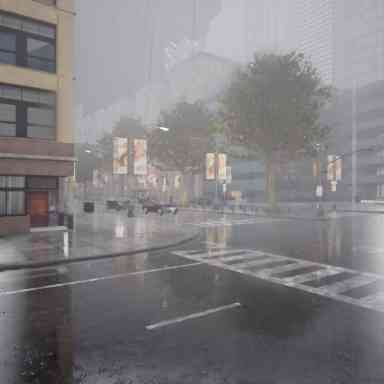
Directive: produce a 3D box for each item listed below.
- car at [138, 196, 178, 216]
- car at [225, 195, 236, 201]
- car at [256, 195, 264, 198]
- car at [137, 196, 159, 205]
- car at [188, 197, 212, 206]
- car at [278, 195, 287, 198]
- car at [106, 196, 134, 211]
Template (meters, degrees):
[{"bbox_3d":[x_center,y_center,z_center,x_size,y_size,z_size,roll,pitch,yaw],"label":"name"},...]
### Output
[{"bbox_3d":[-3.225,1.492,33.279,2.128,1.511,4.902,0,0,-36],"label":"car"},{"bbox_3d":[8.022,1.413,76.669,2.161,1.482,4.786,0,0,-36],"label":"car"},{"bbox_3d":[17.687,1.463,83.099,1.895,1.301,4.718,0,0,-36],"label":"car"},{"bbox_3d":[-8.012,1.478,59.870,1.882,1.535,5.008,0,0,-36],"label":"car"},{"bbox_3d":[1.183,1.491,53.216,2.128,1.511,4.902,0,0,-36],"label":"car"},{"bbox_3d":[18.484,1.320,69.165,2.002,1.452,4.674,0,0,-36],"label":"car"},{"bbox_3d":[-8.940,1.352,41.294,2.097,1.767,4.553,0,0,-35],"label":"car"}]
